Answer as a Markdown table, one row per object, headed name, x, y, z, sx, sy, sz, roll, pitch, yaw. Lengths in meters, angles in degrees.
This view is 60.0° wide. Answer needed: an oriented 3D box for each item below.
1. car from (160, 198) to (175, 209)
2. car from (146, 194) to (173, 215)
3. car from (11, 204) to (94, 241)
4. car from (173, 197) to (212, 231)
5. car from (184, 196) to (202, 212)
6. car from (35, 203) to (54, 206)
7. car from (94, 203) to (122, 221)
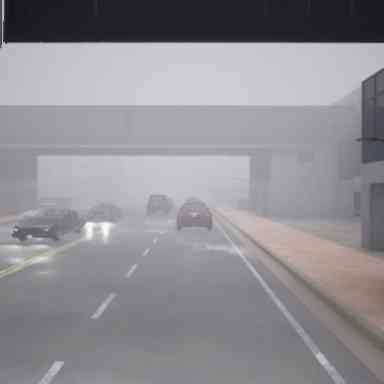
| name | x | y | z | sx | sy | sz | roll | pitch | yaw |
| --- | --- | --- | --- | --- | --- | --- | --- | --- | --- |
| car | -3.415 | 1.582 | 46.735 | 1.812 | 1.442 | 4.674 | 0 | 0 | 0 |
| car | -3.437 | 1.264 | 34.979 | 2.150 | 2.045 | 5.566 | 0 | 0 | 0 |
| car | -7.052 | 1.567 | 17.150 | 2.033 | 1.411 | 5.357 | 0 | 0 | 0 |
| car | 0.137 | 1.378 | 21.085 | 2.097 | 1.767 | 4.553 | 0 | 0 | 0 |
| car | 0.176 | 1.404 | 41.279 | 2.097 | 1.767 | 4.553 | 0 | 0 | 2 |
| car | -10.539 | 1.552 | 23.942 | 1.812 | 1.442 | 4.674 | 0 | 0 | 0 |
| car | -7.030 | 1.595 | 27.071 | 1.994 | 1.385 | 4.181 | 0 | 0 | 0 |
